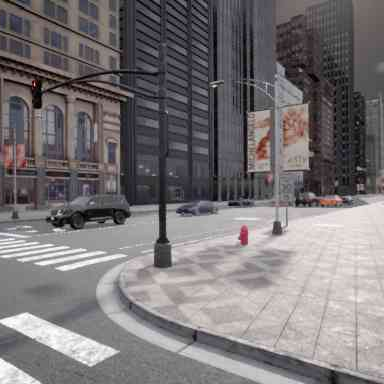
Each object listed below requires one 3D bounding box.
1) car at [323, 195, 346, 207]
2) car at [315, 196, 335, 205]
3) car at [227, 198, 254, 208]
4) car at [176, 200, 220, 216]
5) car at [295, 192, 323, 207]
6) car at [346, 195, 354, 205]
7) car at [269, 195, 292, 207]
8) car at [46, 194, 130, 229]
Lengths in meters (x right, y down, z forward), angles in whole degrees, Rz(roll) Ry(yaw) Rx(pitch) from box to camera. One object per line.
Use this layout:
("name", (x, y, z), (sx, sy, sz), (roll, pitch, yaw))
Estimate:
("car", (19.897, 1.189, 47.174), (2.097, 1.767, 4.553), (-1, 0, 36))
("car", (22.851, 1.398, 56.930), (2.033, 1.411, 5.357), (-1, 0, 35))
("car", (6.748, 1.525, 45.794), (1.895, 1.301, 4.718), (-1, 0, 36))
("car", (0.694, 1.480, 31.733), (2.033, 1.411, 5.357), (-1, 0, 35))
("car", (16.758, 1.084, 48.374), (2.150, 2.045, 5.566), (-1, 0, 36))
("car", (25.281, 1.332, 54.740), (1.837, 1.490, 4.892), (-1, 0, 35))
("car", (13.008, 1.241, 48.896), (2.097, 1.767, 4.553), (-1, 0, 36))
("car", (-6.519, 1.187, 21.598), (2.150, 2.045, 5.566), (-1, 0, 35))
